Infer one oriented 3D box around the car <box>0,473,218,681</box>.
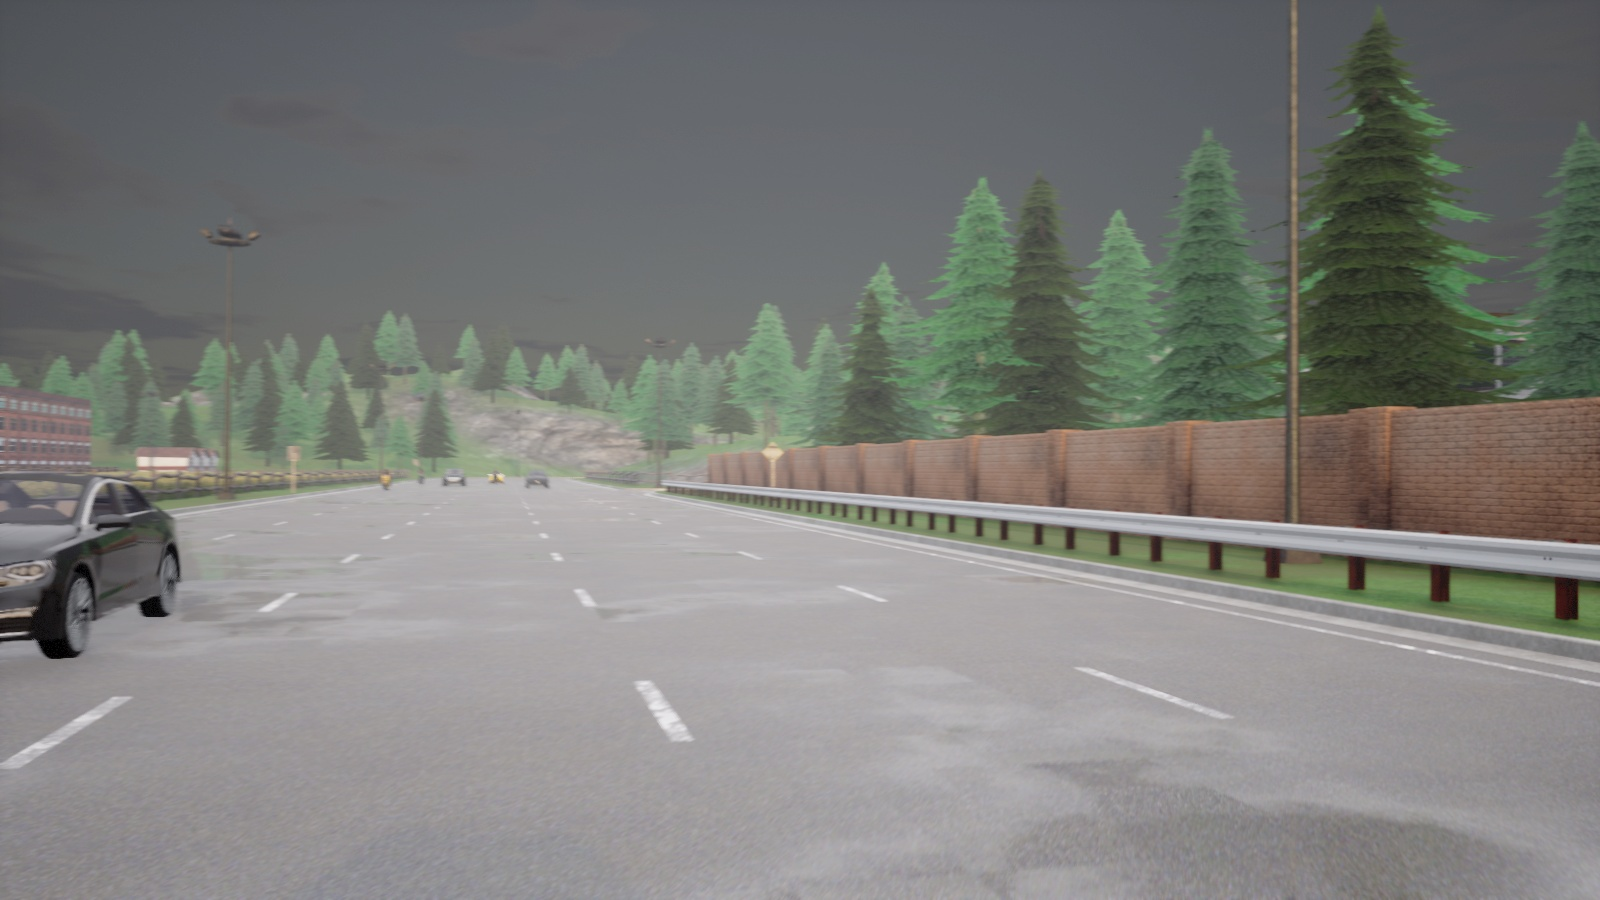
[{"bbox_3d":[-6.992,0.969,11.426,2.128,1.511,4.902,0,-1,-13],"label":"car"}]
